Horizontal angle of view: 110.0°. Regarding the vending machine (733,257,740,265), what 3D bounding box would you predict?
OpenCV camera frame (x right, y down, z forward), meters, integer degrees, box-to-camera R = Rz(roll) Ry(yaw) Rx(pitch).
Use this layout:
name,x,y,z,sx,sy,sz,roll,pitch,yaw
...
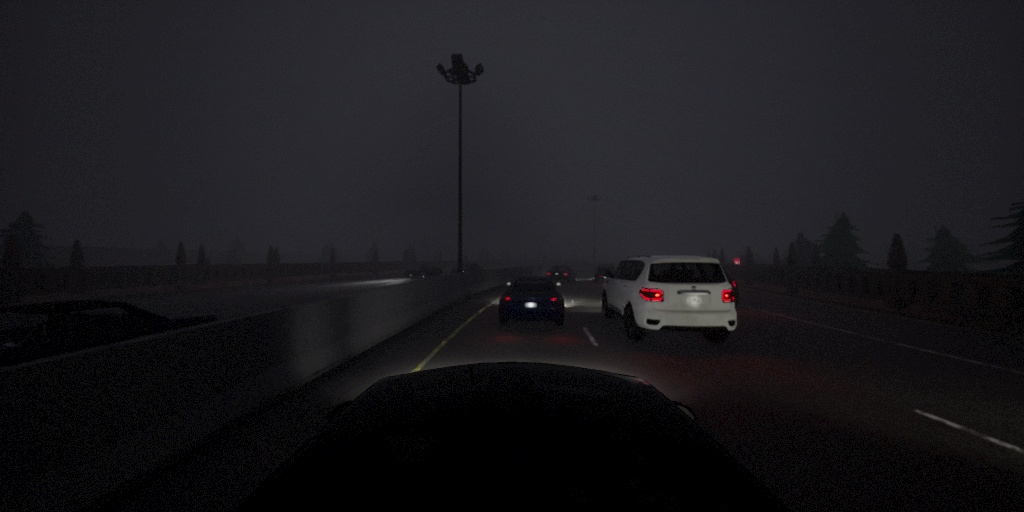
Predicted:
name,x,y,z,sx,sy,sz,roll,pitch,yaw
vending machine,34.193,1.205,54.474,1.100,2.100,0.880,0,0,41

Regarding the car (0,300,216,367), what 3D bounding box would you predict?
name,x,y,z,sx,sy,sz,roll,pitch,yaw
car,-6.957,1.361,4.989,1.895,1.301,4.718,0,0,2

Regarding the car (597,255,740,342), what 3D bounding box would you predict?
name,x,y,z,sx,sy,sz,roll,pitch,yaw
car,4.001,1.012,10.127,2.150,2.045,5.566,0,0,5

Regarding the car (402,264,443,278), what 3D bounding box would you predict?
name,x,y,z,sx,sy,sz,roll,pitch,yaw
car,-8.800,1.498,35.630,1.895,1.301,4.718,0,0,18

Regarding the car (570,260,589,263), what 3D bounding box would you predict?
name,x,y,z,sx,sy,sz,roll,pitch,yaw
car,12.367,1.581,62.646,2.033,1.411,5.357,0,0,29

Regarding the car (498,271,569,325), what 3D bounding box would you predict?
name,x,y,z,sx,sy,sz,roll,pitch,yaw
car,0.717,1.362,12.094,1.994,1.385,4.181,0,0,5

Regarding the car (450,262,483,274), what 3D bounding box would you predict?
name,x,y,z,sx,sy,sz,roll,pitch,yaw
car,-4.630,1.412,37.007,1.837,1.490,4.892,0,0,20

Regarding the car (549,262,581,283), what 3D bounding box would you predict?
name,x,y,z,sx,sy,sz,roll,pitch,yaw
car,4.136,1.427,29.650,2.033,1.411,5.357,0,0,17

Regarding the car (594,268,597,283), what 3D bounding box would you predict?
name,x,y,z,sx,sy,sz,roll,pitch,yaw
car,7.856,1.387,29.670,1.837,1.490,4.892,0,0,17
